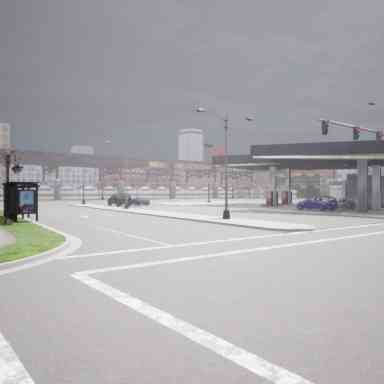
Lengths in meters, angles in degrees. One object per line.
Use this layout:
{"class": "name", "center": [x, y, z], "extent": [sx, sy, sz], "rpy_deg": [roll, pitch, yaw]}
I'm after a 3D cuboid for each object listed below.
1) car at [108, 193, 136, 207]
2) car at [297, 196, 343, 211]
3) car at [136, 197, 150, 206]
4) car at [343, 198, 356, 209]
{"class": "car", "center": [-11.367, 1.222, 52.222], "extent": [2.150, 2.045, 5.566], "rpy_deg": [0, 0, -35]}
{"class": "car", "center": [14.323, 1.295, 38.331], "extent": [2.242, 1.667, 4.611], "rpy_deg": [0, 0, -35]}
{"class": "car", "center": [-8.748, 1.547, 54.588], "extent": [2.033, 1.411, 5.357], "rpy_deg": [0, 0, -35]}
{"class": "car", "center": [18.597, 1.456, 42.246], "extent": [1.970, 1.475, 3.806], "rpy_deg": [0, 0, -35]}
